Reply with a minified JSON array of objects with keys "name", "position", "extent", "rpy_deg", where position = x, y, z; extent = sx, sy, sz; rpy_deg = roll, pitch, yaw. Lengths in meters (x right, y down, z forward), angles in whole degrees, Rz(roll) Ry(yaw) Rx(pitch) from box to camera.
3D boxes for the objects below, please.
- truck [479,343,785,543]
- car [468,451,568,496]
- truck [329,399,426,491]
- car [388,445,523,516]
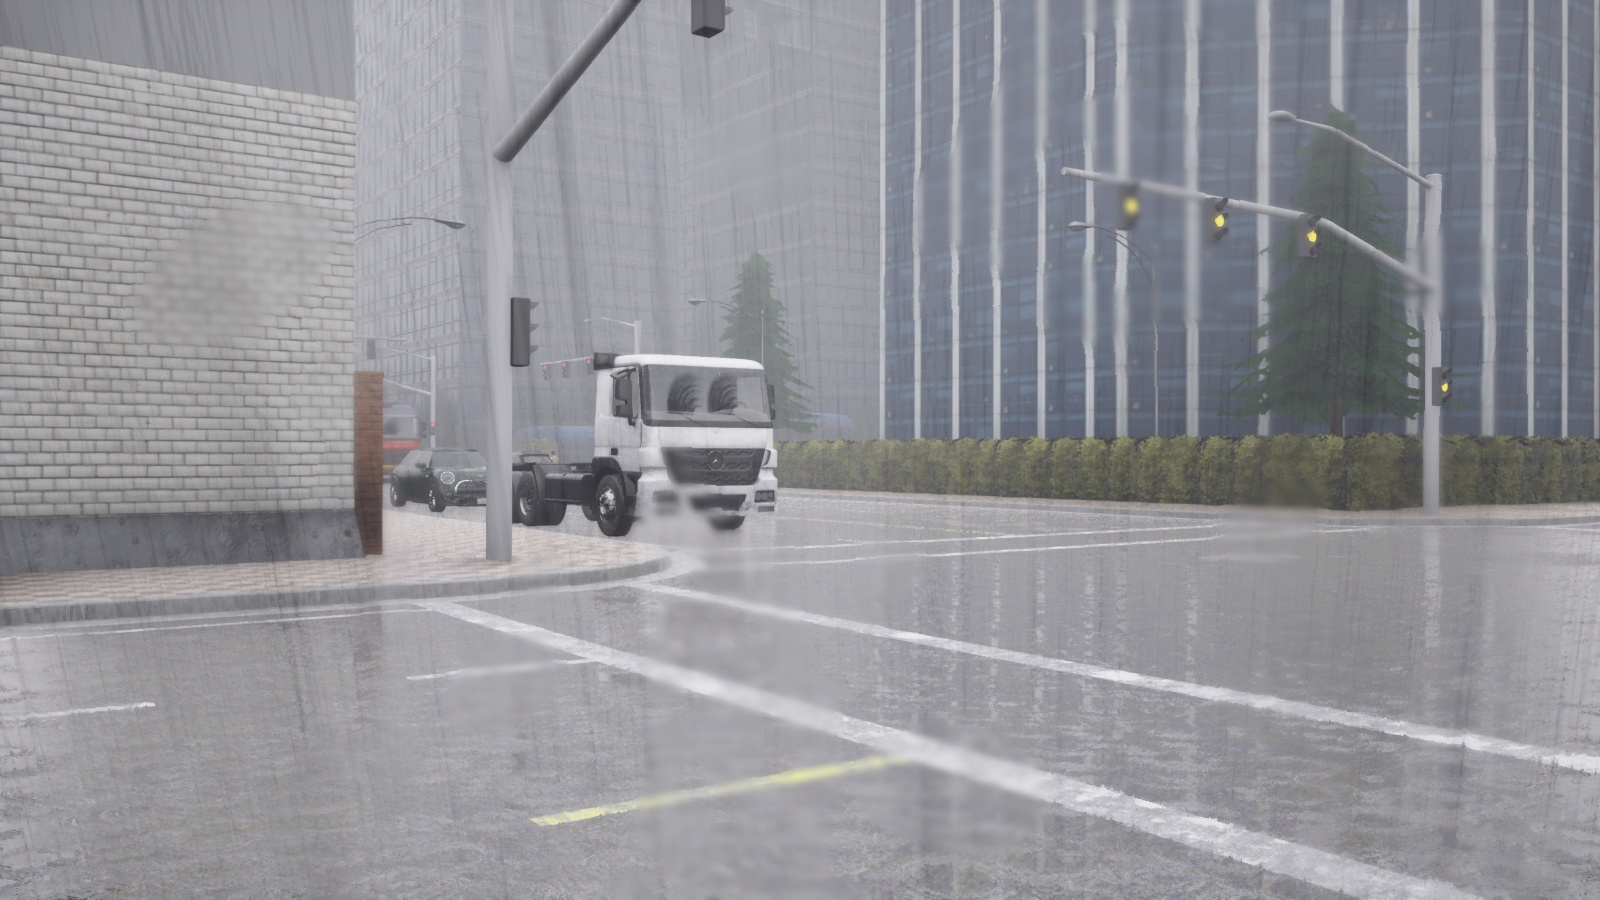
[{"name":"truck","position":[-3.750,-0.110,25.811],"extent":[2.891,3.462,7.936],"rpy_deg":[0,0,-35]},{"name":"car","position":[-10.881,0.871,48.227],"extent":[2.033,1.649,4.856],"rpy_deg":[0,0,-35]},{"name":"truck","position":[-19.256,-0.184,56.886],"extent":[2.891,3.827,8.468],"rpy_deg":[0,0,-27]},{"name":"car","position":[-9.337,0.761,33.803],"extent":[2.097,1.767,4.553],"rpy_deg":[0,0,-35]}]
